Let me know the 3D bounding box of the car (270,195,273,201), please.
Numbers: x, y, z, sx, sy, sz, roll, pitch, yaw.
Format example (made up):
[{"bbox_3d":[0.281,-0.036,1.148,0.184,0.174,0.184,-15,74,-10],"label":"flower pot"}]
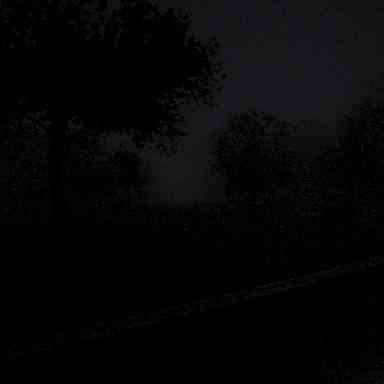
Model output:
[{"bbox_3d":[19.348,1.677,86.052,1.812,1.442,4.674,0,0,17],"label":"car"}]

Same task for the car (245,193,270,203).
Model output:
[{"bbox_3d":[14.390,1.294,73.824,2.150,2.045,5.566,0,0,-14],"label":"car"}]
